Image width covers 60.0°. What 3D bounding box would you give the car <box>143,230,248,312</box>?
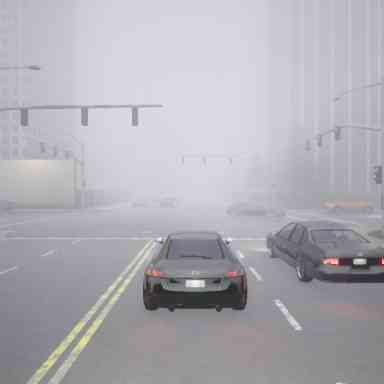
[{"bbox_3d":[0.061,1.564,7.796,1.994,1.385,4.181,0,0,0],"label":"car"}]

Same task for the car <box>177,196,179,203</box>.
[{"bbox_3d":[-3.528,1.478,66.605,1.882,1.535,5.008,0,0,0],"label":"car"}]

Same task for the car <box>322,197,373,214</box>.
[{"bbox_3d":[15.493,1.297,33.285,4.553,1.767,2.097,0,0,0],"label":"car"}]

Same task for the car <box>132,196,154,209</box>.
[{"bbox_3d":[-7.103,1.547,46.887,2.033,1.411,5.357,0,0,0],"label":"car"}]

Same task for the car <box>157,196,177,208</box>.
[{"bbox_3d":[-3.601,1.504,48.938,1.837,1.490,4.892,0,0,0],"label":"car"}]

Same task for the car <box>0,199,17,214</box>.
[{"bbox_3d":[-20.187,1.436,33.366,4.902,1.511,2.128,0,0,0],"label":"car"}]

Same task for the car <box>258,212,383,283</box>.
[{"bbox_3d":[3.582,1.547,9.679,2.033,1.411,5.357,0,0,-1],"label":"car"}]

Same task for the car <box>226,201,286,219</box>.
[{"bbox_3d":[5.222,1.467,27.380,4.902,1.511,2.128,0,0,25],"label":"car"}]

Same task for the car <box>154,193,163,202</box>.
[{"bbox_3d":[-7.031,1.507,65.867,1.837,1.490,4.892,0,0,0],"label":"car"}]
